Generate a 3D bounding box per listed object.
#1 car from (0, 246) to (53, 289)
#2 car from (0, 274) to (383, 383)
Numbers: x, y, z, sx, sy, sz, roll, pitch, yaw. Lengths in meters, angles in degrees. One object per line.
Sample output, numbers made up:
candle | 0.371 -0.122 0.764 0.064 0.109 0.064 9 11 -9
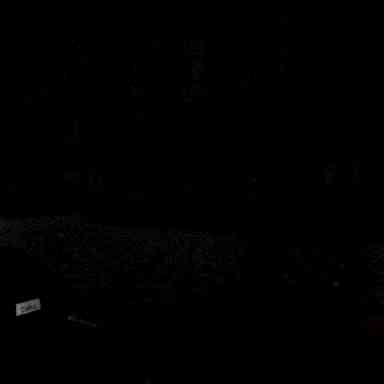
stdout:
car | -3.923 1.624 5.754 4.313 1.339 1.947 -1 0 35
car | 0.667 1.552 2.484 4.507 1.381 1.887 -1 0 35
